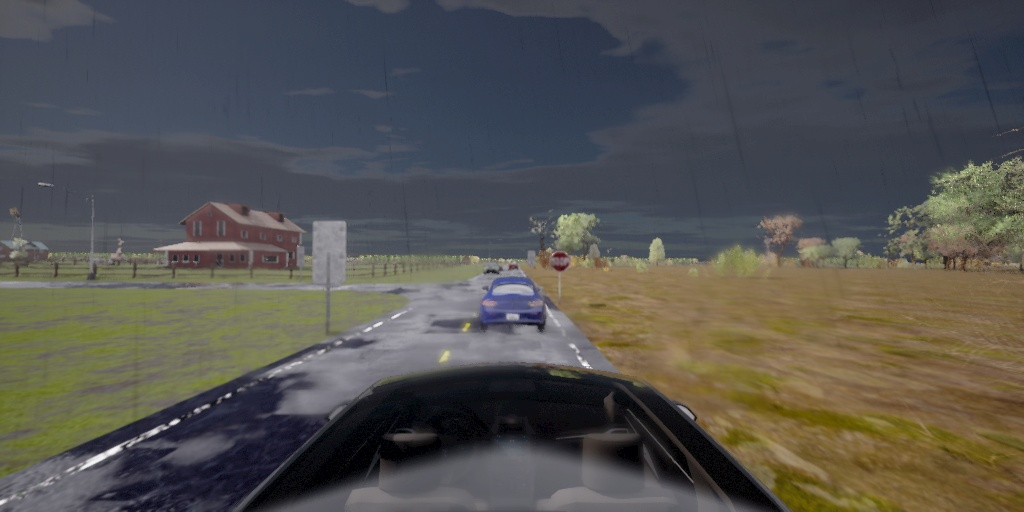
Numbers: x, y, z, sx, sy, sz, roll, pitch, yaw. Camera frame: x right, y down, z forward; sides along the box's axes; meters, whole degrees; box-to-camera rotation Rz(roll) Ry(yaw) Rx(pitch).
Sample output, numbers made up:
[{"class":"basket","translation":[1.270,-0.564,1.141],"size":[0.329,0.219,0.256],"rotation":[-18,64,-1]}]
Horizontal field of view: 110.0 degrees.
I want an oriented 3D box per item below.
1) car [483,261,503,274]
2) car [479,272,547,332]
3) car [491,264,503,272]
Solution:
[{"class":"car","translation":[-2.660,1.610,47.429],"size":[2.097,1.767,4.553],"rotation":[0,-1,0]},{"class":"car","translation":[0.028,1.380,11.222],"size":[1.812,1.442,4.674],"rotation":[0,-1,0]},{"class":"car","translation":[-2.557,2.040,63.463],"size":[1.895,1.301,4.718],"rotation":[0,-1,1]}]
